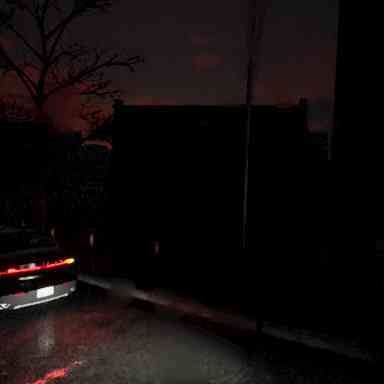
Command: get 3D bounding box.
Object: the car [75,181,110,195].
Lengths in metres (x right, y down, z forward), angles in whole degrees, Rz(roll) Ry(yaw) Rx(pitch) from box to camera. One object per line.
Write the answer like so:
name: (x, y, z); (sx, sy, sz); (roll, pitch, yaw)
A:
car: (-16.619, -0.552, 56.418); (2.150, 2.045, 5.566); (3, 2, 19)

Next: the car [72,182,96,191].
car: (-23.792, -1.337, 73.324); (4.553, 1.767, 2.185); (3, 2, 20)

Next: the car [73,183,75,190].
car: (-25.743, -1.082, 68.172); (5.008, 1.535, 2.097); (3, 2, 20)

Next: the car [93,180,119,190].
car: (-20.973, -1.679, 81.099); (5.566, 2.045, 2.435); (3, 3, 20)

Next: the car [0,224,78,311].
car: (-4.461, 1.481, 7.346); (4.892, 1.490, 1.837); (1, 0, 39)

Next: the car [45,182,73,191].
car: (-26.662, -1.144, 65.565); (4.553, 1.767, 2.185); (3, 2, 20)

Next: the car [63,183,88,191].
car: (-24.782, -1.107, 70.755); (4.674, 1.452, 2.002); (3, 2, 20)
